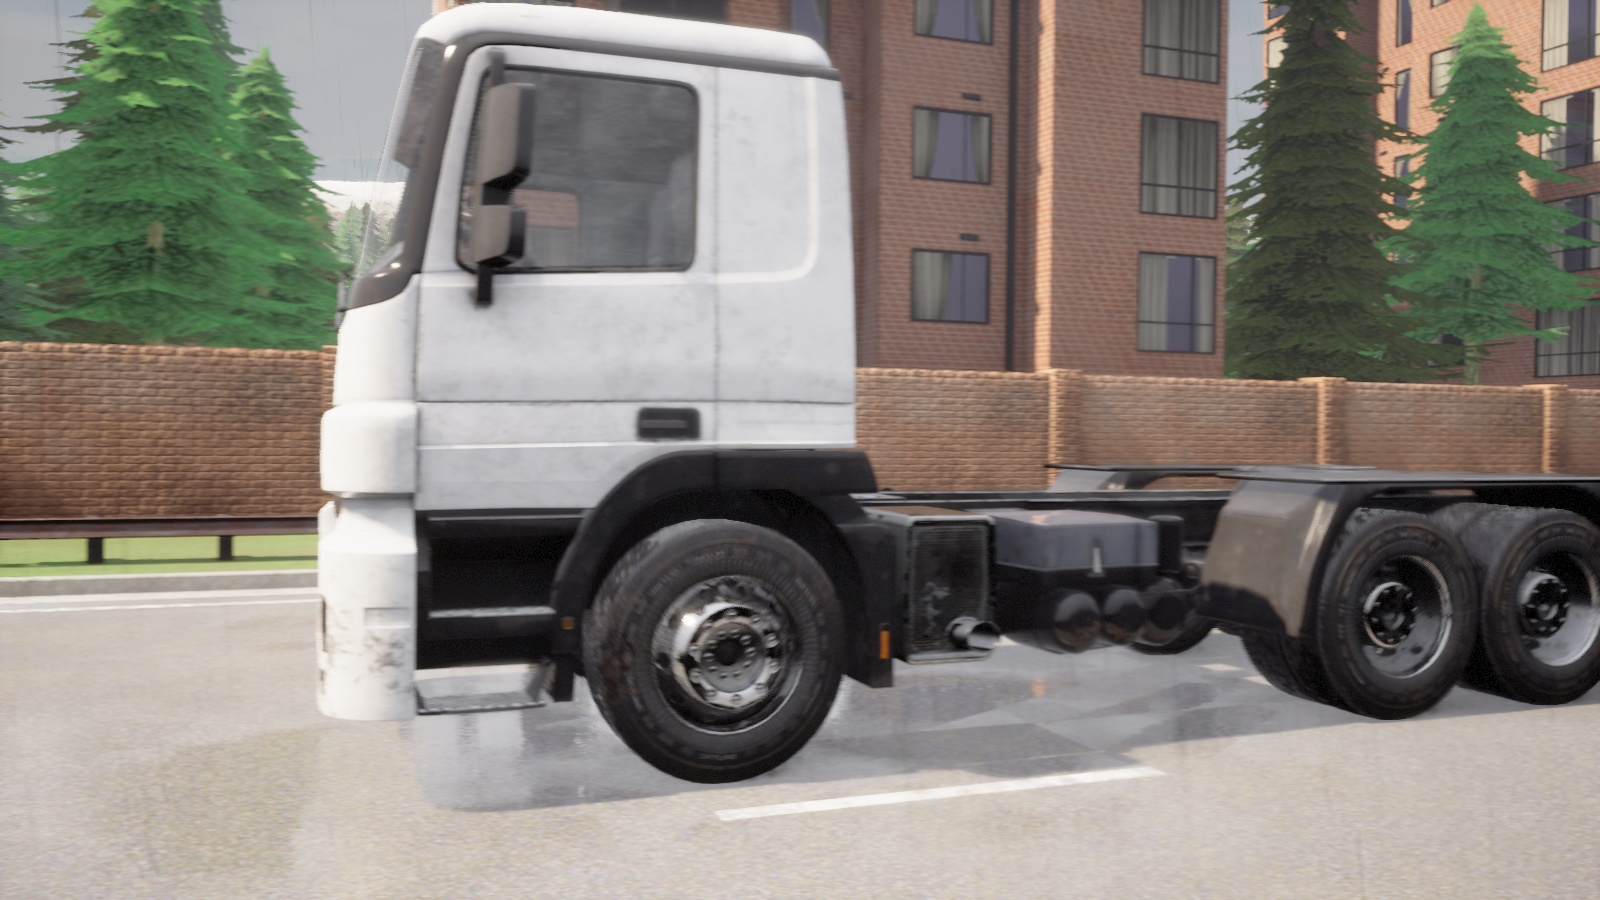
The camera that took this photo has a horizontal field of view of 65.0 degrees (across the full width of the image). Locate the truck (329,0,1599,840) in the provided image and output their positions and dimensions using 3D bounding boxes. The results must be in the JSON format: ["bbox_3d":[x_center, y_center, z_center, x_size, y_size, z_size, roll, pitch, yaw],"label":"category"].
[{"bbox_3d":[1.453,-0.321,7.522,7.936,3.462,2.891,-1,1,-21],"label":"truck"}]
